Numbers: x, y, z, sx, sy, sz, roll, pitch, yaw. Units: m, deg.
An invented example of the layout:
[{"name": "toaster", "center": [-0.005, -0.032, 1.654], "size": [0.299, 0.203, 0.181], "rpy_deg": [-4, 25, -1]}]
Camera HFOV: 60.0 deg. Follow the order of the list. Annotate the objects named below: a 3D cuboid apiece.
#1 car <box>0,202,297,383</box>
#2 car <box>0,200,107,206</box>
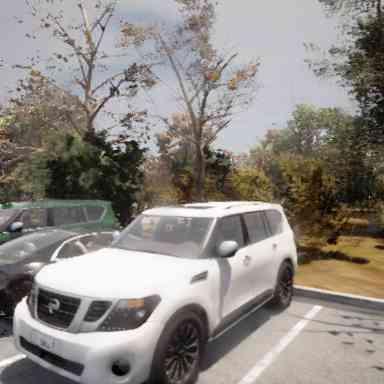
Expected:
[{"name": "car", "center": [0.050, 1.232, 5.758], "size": [2.435, 2.045, 5.566], "rpy_deg": [-1, 0, 35]}, {"name": "car", "center": [-4.411, 1.268, 8.910], "size": [2.435, 2.045, 5.566], "rpy_deg": [-1, 0, 35]}]
